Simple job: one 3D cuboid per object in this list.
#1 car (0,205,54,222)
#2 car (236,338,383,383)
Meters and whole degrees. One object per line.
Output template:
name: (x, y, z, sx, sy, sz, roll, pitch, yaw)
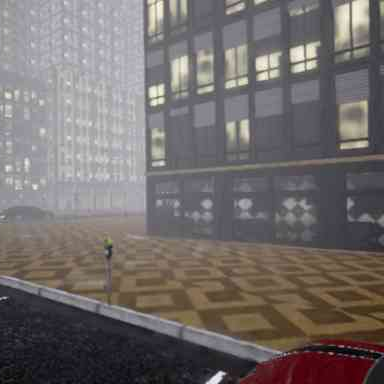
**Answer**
car: (-15.961, 2.089, 32.525, 1.837, 1.490, 4.892, -2, -2, 36)
car: (1.924, 1.431, 1.513, 4.097, 1.590, 1.967, -1, -1, 35)
